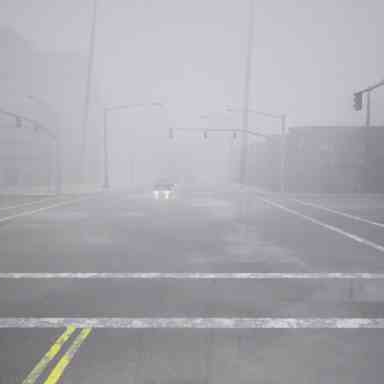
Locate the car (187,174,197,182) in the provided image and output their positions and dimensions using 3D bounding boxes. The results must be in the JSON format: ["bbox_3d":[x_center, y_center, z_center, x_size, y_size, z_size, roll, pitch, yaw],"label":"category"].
[{"bbox_3d":[0.022,-2.968,70.897,1.994,1.385,4.181,0,4,0],"label":"car"}]

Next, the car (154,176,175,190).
[{"bbox_3d":[-3.585,-0.961,41.423,1.994,1.385,4.181,0,4,0],"label":"car"}]

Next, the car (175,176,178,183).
[{"bbox_3d":[-3.578,-1.689,51.329,1.837,1.490,4.892,0,4,0],"label":"car"}]

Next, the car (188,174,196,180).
[{"bbox_3d":[0.026,-3.693,80.724,2.033,1.411,5.357,0,4,0],"label":"car"}]

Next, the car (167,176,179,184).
[{"bbox_3d":[-3.546,-2.275,61.448,1.895,1.301,4.718,0,4,0],"label":"car"}]
